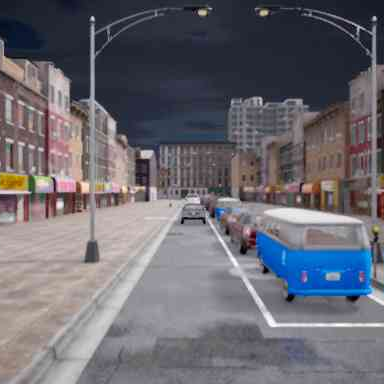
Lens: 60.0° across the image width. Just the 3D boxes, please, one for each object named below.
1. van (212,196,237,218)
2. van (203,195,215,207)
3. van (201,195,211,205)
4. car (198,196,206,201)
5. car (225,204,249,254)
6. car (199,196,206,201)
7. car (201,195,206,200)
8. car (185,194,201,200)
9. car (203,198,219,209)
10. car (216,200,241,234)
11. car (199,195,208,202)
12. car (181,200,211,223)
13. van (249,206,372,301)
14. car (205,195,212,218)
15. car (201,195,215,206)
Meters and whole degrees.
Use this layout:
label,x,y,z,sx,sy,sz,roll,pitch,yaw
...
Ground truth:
label,x,y,z,sx,sy,sz,roll,pitch,yaw
van,2.633,1.368,24.493,1.690,1.788,3.998,0,0,0
van,2.630,1.408,51.870,1.690,1.788,3.998,0,0,0
van,2.629,1.424,62.821,1.690,1.788,3.998,0,0,0
car,2.627,1.673,90.198,2.008,1.369,4.403,0,0,0
car,2.634,1.453,13.542,1.967,1.590,4.097,0,0,0
car,2.627,1.640,84.893,1.752,1.417,4.829,0,0,0
car,2.631,1.366,40.919,2.192,1.841,5.009,0,0,0
car,0.079,1.284,49.504,2.150,2.045,5.566,0,0,0
car,2.631,1.610,46.394,2.008,1.369,4.403,0,0,0
car,2.634,1.460,19.017,1.967,1.590,4.097,0,0,0
car,2.628,1.547,79.247,1.967,1.590,4.097,0,0,0
car,0.099,1.576,25.776,2.033,1.411,5.357,0,0,0
van,2.634,1.349,8.067,1.690,1.788,3.998,0,0,0
car,2.630,1.349,29.966,2.192,1.841,5.009,0,0,0
car,2.629,1.390,57.345,2.192,1.841,5.009,0,0,0
